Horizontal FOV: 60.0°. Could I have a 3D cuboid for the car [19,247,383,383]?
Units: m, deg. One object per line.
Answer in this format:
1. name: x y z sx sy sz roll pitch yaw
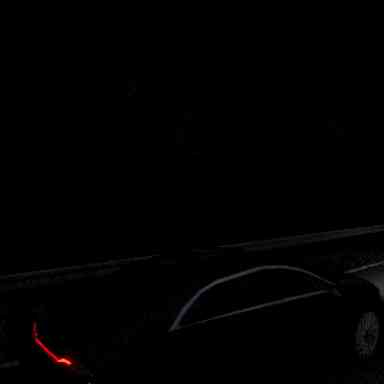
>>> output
1. car: 0.571 1.484 4.211 4.902 1.511 2.128 0 0 -36
